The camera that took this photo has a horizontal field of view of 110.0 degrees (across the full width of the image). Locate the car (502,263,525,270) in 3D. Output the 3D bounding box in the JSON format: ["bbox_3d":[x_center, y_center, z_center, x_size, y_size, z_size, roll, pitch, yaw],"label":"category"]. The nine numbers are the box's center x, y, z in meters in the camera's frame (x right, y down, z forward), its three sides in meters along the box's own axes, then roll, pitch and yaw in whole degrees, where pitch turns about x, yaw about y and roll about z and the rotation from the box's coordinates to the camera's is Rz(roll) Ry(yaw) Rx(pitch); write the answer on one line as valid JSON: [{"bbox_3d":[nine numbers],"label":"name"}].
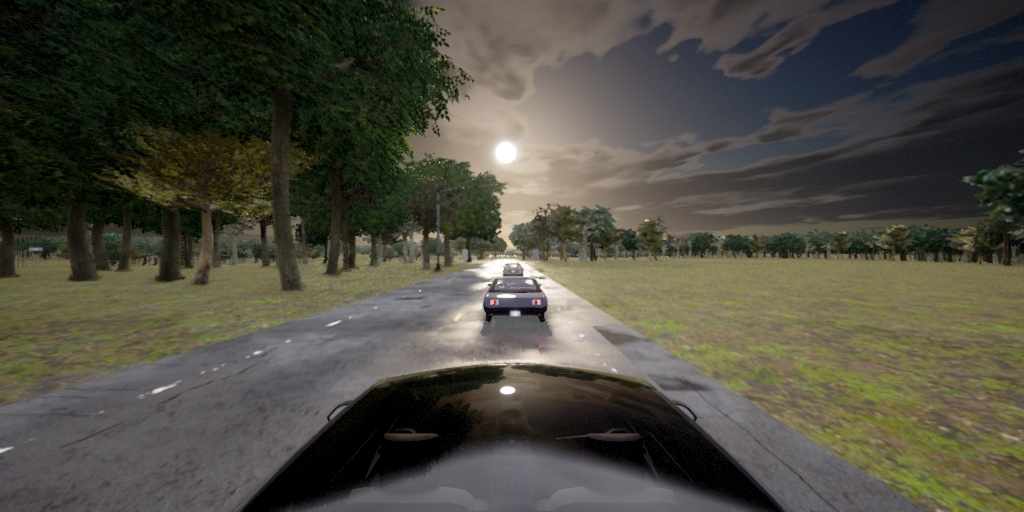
[{"bbox_3d":[0.104,1.271,30.840,2.033,1.411,5.357,0,0,0],"label":"car"}]

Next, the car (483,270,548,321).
[{"bbox_3d":[0.100,1.342,12.400,1.895,1.301,4.718,0,0,0],"label":"car"}]
